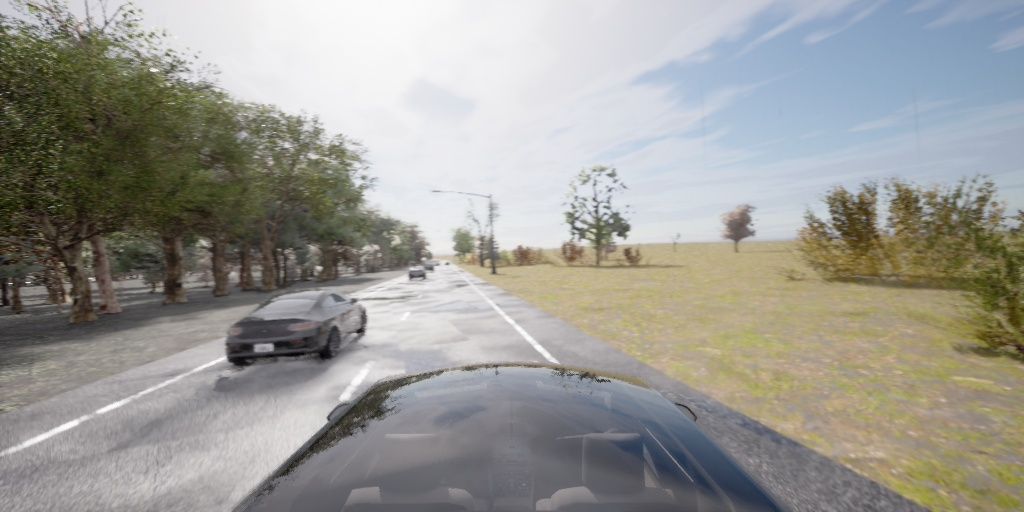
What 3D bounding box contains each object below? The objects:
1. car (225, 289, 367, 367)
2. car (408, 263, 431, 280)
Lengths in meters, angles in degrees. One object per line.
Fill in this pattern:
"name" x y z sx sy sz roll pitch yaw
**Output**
"car" -4.930 1.538 8.784 1.812 1.442 4.674 -2 0 -10
"car" -10.859 1.950 41.508 2.128 1.511 4.902 -2 0 -10
